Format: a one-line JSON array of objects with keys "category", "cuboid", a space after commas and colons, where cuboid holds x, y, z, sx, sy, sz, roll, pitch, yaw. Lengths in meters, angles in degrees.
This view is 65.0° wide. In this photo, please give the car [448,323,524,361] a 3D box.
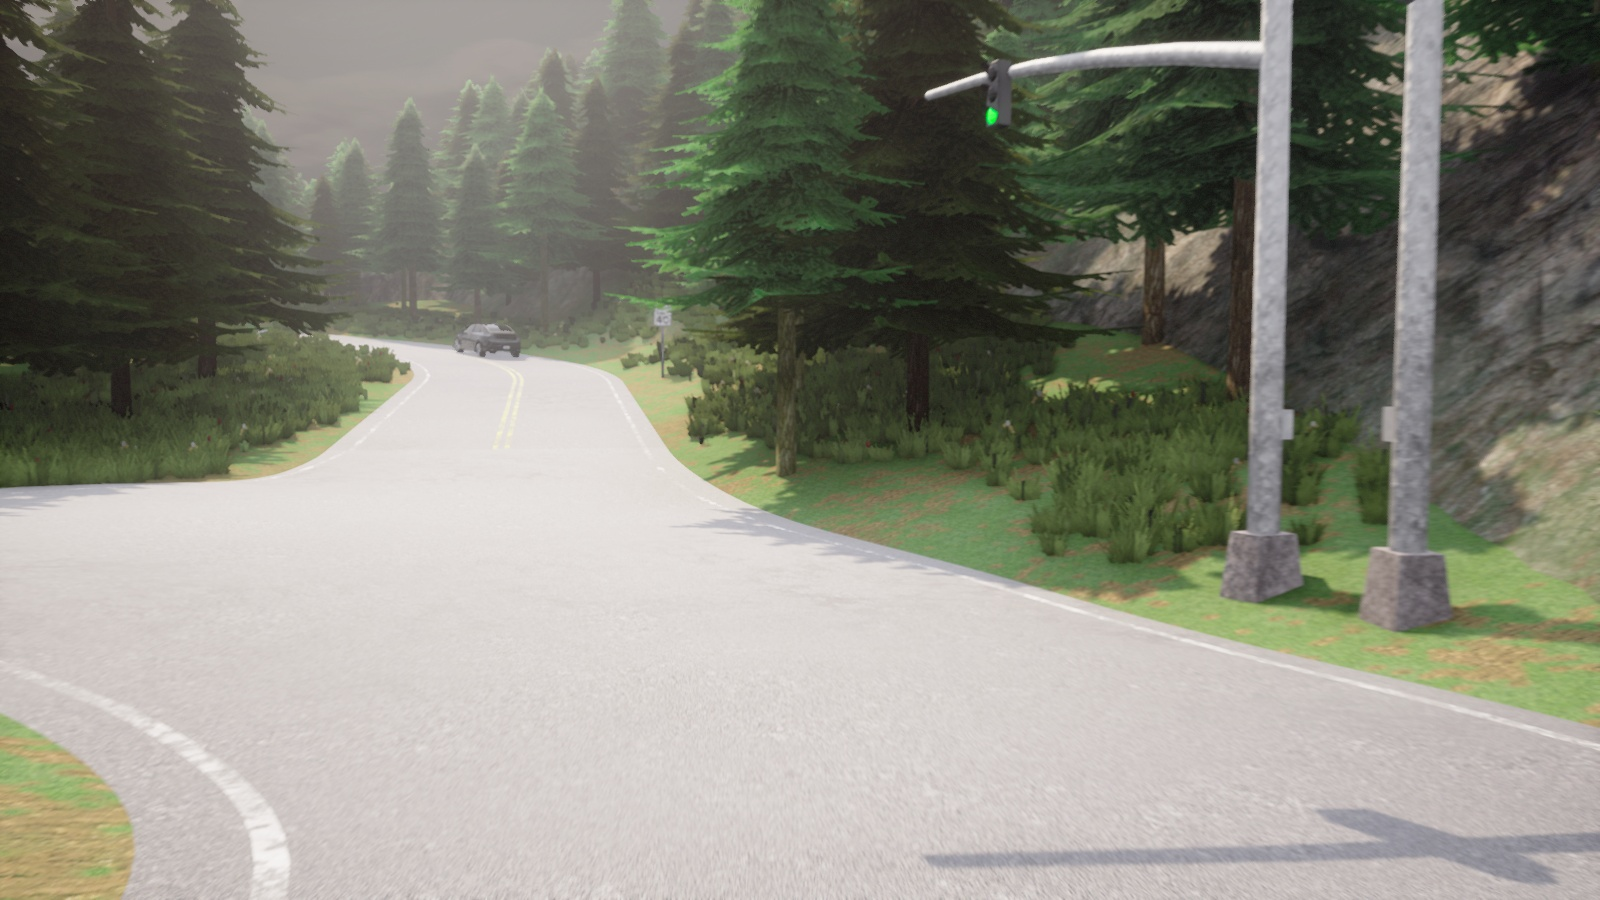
[{"category": "car", "cuboid": [-14.669, -5.041, 58.530, 1.837, 1.490, 4.892, -2, 8, -34]}]
